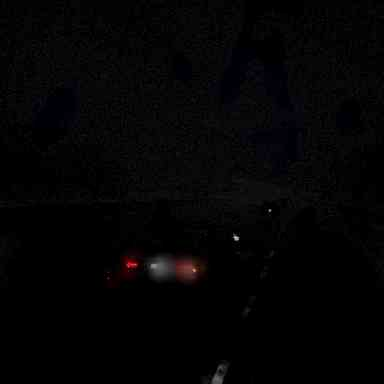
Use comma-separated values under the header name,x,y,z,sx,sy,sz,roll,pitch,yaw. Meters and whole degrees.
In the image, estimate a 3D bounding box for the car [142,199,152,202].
name,x,y,z,sx,sy,sz,roll,pitch,yaw
car,-9.303,2.176,71.797,1.895,1.301,4.718,0,-1,18

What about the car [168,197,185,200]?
name,x,y,z,sx,sy,sz,roll,pitch,yaw
car,-2.615,1.913,69.733,2.097,1.767,4.553,0,-1,18

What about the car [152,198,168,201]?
name,x,y,z,sx,sy,sz,roll,pitch,yaw
car,-5.959,2.094,70.764,2.128,1.511,4.902,0,-1,18

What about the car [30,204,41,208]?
name,x,y,z,sx,sy,sz,roll,pitch,yaw
car,-18.488,1.800,43.117,1.895,1.301,4.718,0,0,18

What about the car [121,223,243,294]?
name,x,y,z,sx,sy,sz,roll,pitch,yaw
car,0.089,1.574,9.073,2.033,1.411,5.357,0,0,18

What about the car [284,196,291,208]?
name,x,y,z,sx,sy,sz,roll,pitch,yaw
car,15.321,1.855,56.859,2.128,1.511,4.902,0,-1,18

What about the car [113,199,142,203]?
name,x,y,z,sx,sy,sz,roll,pitch,yaw
car,-8.434,1.656,40.081,2.128,1.511,4.902,0,-1,18

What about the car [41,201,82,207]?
name,x,y,z,sx,sy,sz,roll,pitch,yaw
car,-15.640,1.778,40.569,1.895,1.301,4.718,0,0,18

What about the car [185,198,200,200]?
name,x,y,z,sx,sy,sz,roll,pitch,yaw
car,0.745,2.046,68.753,1.837,1.490,4.892,0,-1,18

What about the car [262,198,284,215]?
name,x,y,z,sx,sy,sz,roll,pitch,yaw
car,8.604,1.615,35.787,1.837,1.490,4.892,0,0,18
